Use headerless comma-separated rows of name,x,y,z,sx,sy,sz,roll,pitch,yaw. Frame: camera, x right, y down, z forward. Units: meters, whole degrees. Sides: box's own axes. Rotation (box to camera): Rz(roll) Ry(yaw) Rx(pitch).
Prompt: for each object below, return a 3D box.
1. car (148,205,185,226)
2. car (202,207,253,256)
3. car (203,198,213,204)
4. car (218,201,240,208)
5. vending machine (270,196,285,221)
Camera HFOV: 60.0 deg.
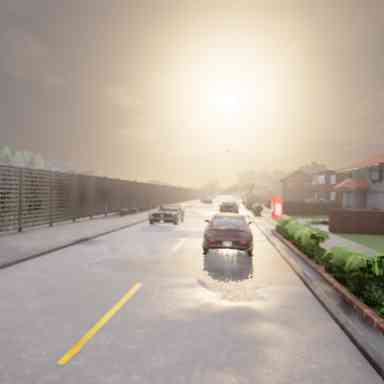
car,-1.666,1.562,23.216,1.895,1.301,4.718,2,0,6
car,1.459,1.577,13.438,1.812,1.442,4.674,2,0,7
car,3.194,1.785,65.761,1.895,1.301,4.718,2,0,6
car,3.565,1.630,32.178,1.837,1.490,4.892,2,0,6
vending machine,7.453,1.437,29.091,1.100,2.100,0.880,2,0,6
